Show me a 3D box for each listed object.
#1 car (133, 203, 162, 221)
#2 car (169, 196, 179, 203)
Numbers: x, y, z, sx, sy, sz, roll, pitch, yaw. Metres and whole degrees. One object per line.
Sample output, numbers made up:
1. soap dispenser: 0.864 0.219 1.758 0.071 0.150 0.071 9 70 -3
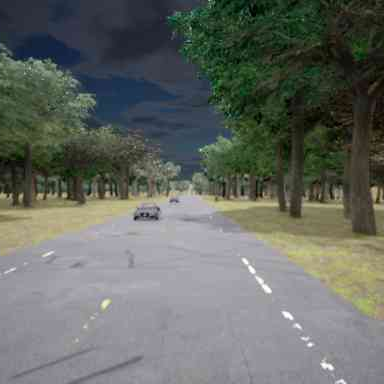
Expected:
1. car: -3.608 1.595 27.460 1.994 1.385 4.181 0 0 0
2. car: -3.531 1.502 67.806 2.033 1.411 5.357 0 0 0
